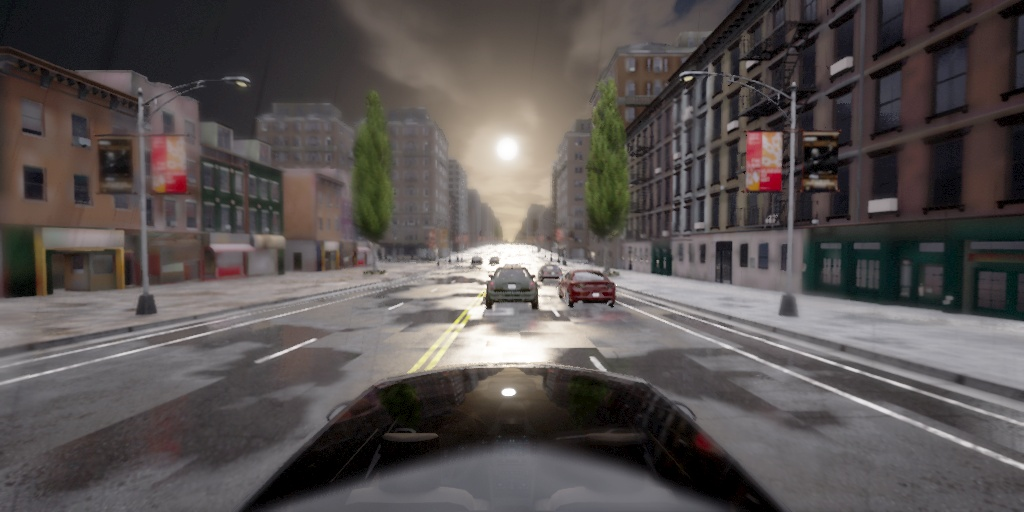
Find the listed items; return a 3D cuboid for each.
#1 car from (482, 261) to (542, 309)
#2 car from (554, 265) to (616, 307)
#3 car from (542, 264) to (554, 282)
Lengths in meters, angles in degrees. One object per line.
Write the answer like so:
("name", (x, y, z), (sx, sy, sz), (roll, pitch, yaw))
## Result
("car", (0.004, 1.219, 15.910), (2.097, 1.767, 4.553), (0, -1, 0))
("car", (3.257, 1.349, 16.320), (1.882, 1.535, 5.008), (0, 0, 0))
("car", (3.251, 1.428, 30.819), (2.033, 1.411, 5.357), (0, 0, 0))
